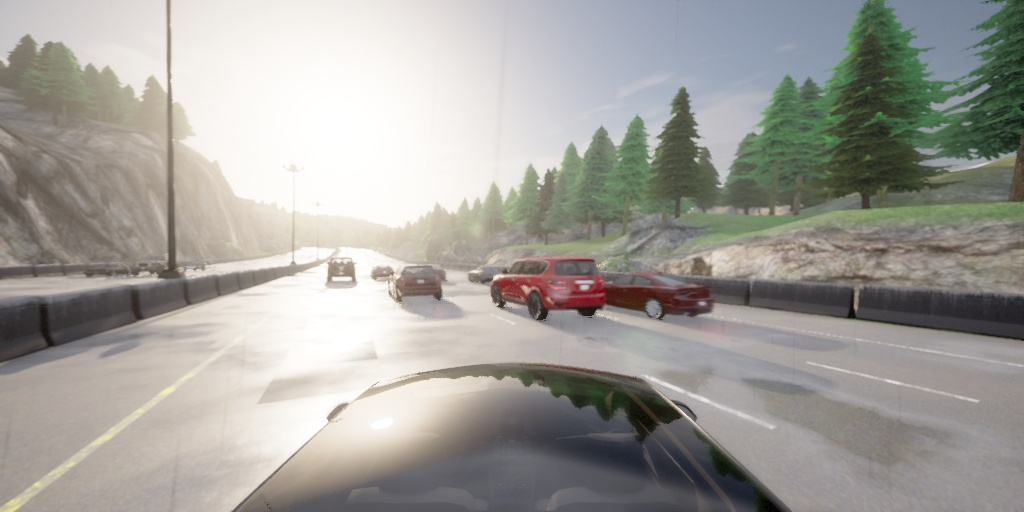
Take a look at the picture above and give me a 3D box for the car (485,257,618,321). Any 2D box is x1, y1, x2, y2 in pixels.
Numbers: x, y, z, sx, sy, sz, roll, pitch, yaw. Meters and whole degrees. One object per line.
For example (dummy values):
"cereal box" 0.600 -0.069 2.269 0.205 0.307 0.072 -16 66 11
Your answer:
"car" 1.068 1.050 13.193 2.150 2.045 5.566 0 -1 -24

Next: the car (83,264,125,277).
"car" -39.980 1.411 35.699 1.895 1.301 4.718 0 0 -24

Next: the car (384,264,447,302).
"car" -4.990 1.186 18.081 2.097 1.767 4.553 0 0 -24

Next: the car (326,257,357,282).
"car" -14.418 1.091 30.413 2.150 2.045 5.566 0 -1 -24

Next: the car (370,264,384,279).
"car" -12.455 1.471 34.556 1.994 1.385 4.181 0 0 -24

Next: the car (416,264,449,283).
"car" -6.904 1.434 30.815 1.812 1.442 4.674 0 0 -24

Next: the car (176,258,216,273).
"car" -33.607 0.979 38.602 2.128 1.511 4.902 0 0 -24

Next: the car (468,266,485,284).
"car" -2.129 1.481 28.725 1.994 1.385 4.181 0 0 -24

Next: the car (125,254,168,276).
"car" -36.786 0.846 37.141 2.150 2.045 5.566 0 0 -24

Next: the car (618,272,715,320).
"car" 4.854 1.325 13.314 1.882 1.535 5.008 0 0 -24
